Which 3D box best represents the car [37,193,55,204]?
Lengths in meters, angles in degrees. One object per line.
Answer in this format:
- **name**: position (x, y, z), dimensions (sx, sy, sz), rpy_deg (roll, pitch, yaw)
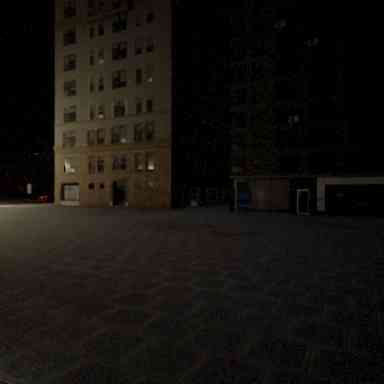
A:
- **car**: position (-21.219, 0.916, 50.973), dimensions (2.097, 1.767, 4.553), rpy_deg (0, 0, 26)
